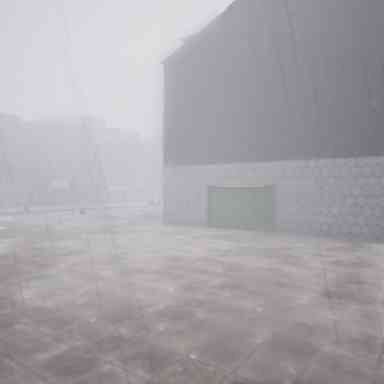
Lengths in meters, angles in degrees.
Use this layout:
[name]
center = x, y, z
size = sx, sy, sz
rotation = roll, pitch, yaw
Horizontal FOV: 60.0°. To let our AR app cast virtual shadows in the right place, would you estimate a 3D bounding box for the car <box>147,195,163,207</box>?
[car]
center = -3.835, 1.140, 44.318
size = 1.882, 1.535, 5.008
rotation = 0, 0, 36
